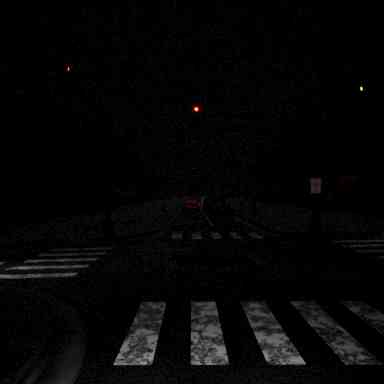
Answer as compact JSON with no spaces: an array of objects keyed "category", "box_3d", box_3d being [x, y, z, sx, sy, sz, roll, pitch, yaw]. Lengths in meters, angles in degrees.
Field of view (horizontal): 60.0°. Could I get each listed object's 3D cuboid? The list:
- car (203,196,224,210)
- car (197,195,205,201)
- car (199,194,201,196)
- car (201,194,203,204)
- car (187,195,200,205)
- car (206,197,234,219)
[{"category":"car","box_3d":[2.590,1.360,35.117,2.192,1.841,5.009,-1,0,0]},{"category":"car","box_3d":[2.525,1.712,94.544,1.967,1.590,4.097,-1,0,0]},{"category":"car","box_3d":[2.914,1.505,67.886,2.097,1.767,4.553,0,0,0]},{"category":"car","box_3d":[2.584,1.374,40.520,2.192,1.841,5.009,-1,0,0]},{"category":"car","box_3d":[0.042,1.722,60.171,1.895,1.301,4.718,0,0,0]},{"category":"car","box_3d":[2.597,1.473,29.715,1.967,1.590,4.097,-1,0,0]}]
